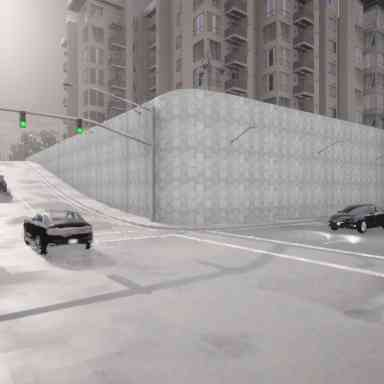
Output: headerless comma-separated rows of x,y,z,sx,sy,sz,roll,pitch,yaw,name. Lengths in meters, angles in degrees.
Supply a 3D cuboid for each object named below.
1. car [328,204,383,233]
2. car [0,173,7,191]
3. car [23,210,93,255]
10.066,1.505,19.780,4.892,1.490,1.837,0,0,-36,car
-20.471,-1.237,34.286,2.097,1.767,4.553,0,12,-36,car
-5.561,1.493,13.546,2.128,1.511,4.902,0,0,-36,car
